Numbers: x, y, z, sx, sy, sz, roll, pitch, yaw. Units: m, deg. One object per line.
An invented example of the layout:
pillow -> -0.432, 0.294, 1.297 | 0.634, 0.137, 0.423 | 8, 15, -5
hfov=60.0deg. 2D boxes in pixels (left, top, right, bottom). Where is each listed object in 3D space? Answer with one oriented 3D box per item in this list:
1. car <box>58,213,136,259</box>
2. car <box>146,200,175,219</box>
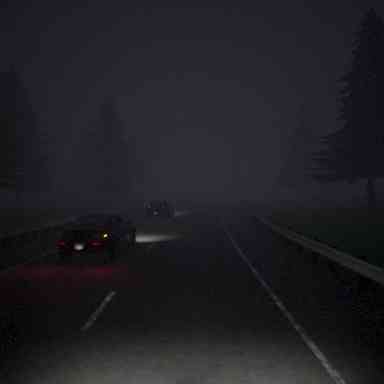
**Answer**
car -> -3.351, 1.502, 12.387 | 1.812, 1.442, 4.674 | 0, -1, 2
car -> -2.628, 1.437, 28.212 | 2.128, 1.511, 4.902 | 0, 0, 5
